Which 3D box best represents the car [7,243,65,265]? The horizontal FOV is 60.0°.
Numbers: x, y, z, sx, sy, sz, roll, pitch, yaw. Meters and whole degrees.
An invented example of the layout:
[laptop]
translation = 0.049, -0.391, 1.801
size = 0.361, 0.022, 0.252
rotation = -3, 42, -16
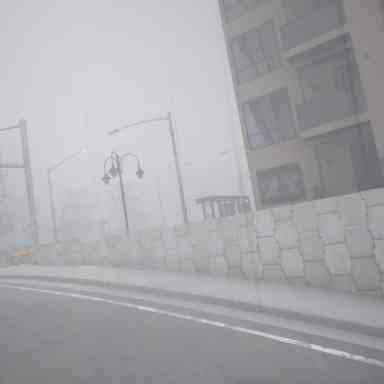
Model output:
[car]
translation = -13.692, 5.364, 29.565
size = 1.882, 1.535, 5.008
rotation = -14, -8, 35
